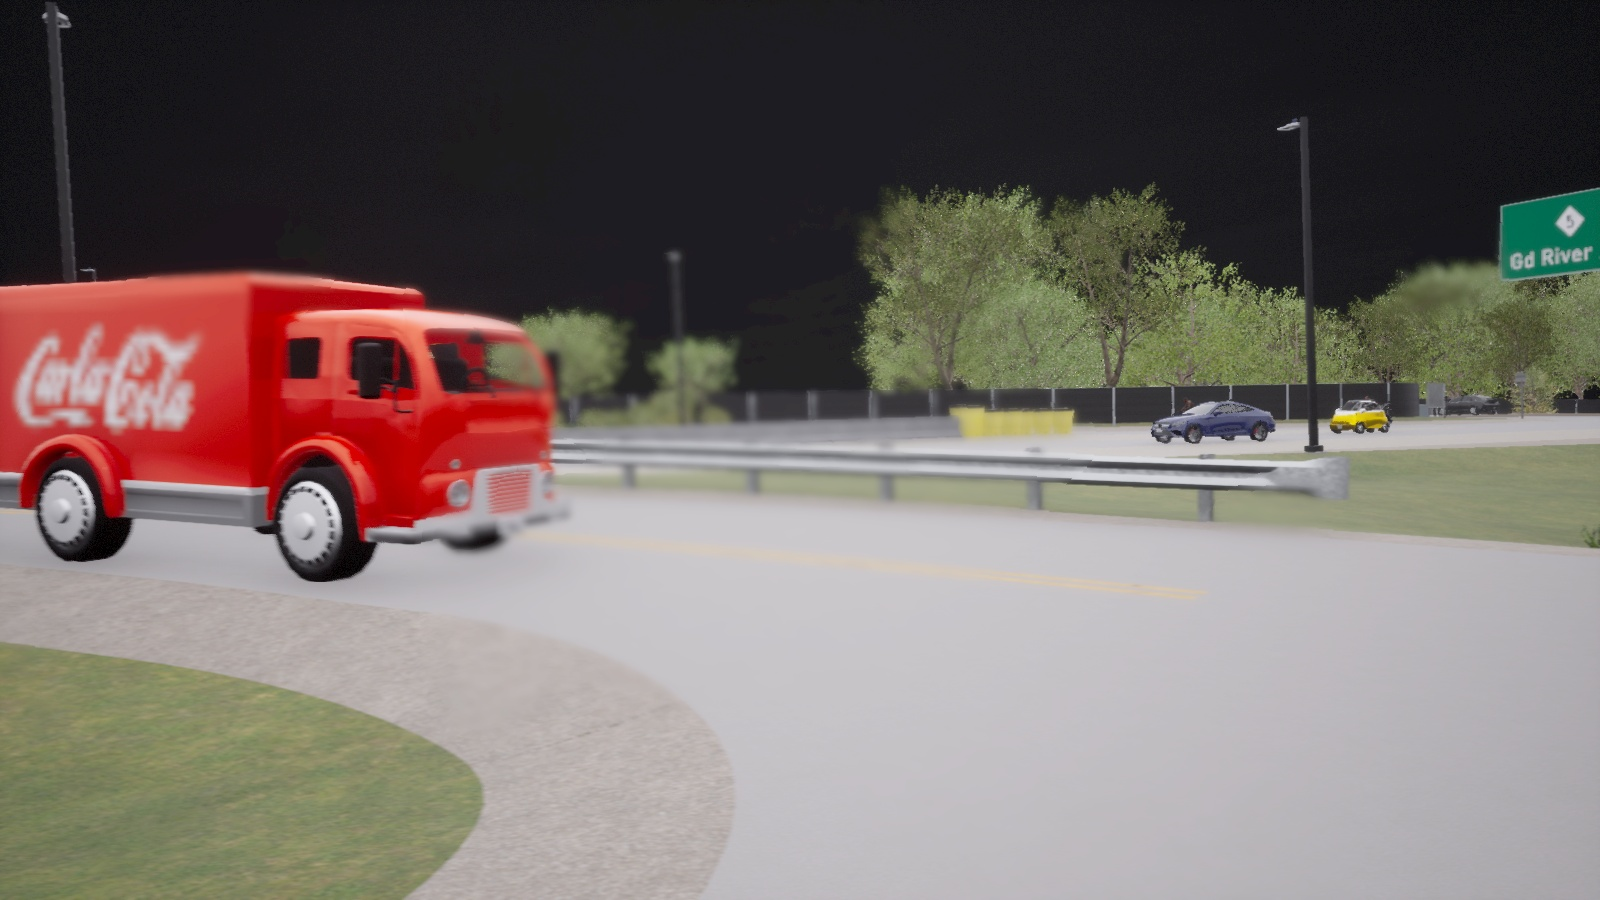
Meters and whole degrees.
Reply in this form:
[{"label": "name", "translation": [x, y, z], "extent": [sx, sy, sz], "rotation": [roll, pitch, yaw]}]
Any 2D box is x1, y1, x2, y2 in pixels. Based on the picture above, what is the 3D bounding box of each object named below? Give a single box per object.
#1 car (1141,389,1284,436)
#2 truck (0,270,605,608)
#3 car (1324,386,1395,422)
[{"label": "car", "translation": [14.687, -1.321, 44.697], "extent": [4.674, 1.442, 1.812], "rotation": [-3, 2, -21]}, {"label": "truck", "translation": [-4.731, -0.179, 11.443], "extent": [5.204, 2.467, 2.627], "rotation": [1, 4, 25]}, {"label": "car", "translation": [23.021, -1.881, 51.684], "extent": [2.207, 1.376, 1.481], "rotation": [-3, 2, -21]}]
